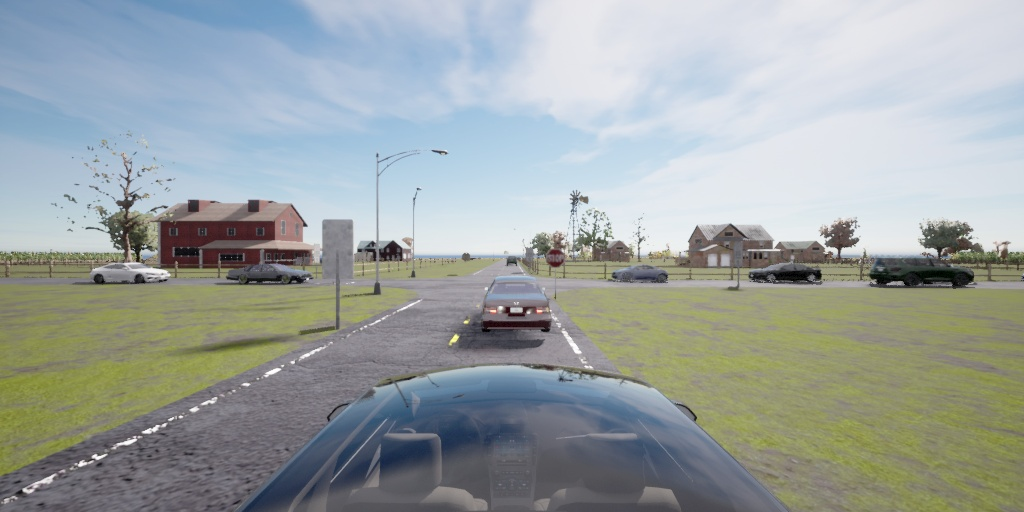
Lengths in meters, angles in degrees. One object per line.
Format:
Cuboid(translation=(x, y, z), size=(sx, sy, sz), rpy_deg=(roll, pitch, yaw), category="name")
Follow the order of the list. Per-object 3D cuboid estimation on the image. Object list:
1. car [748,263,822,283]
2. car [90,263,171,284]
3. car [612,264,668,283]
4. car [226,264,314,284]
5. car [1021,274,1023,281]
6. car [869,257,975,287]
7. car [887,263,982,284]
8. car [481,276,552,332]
Cuboid(translation=(21.451, 1.309, 28.291), size=(5.008, 1.535, 1.882), rpy_deg=(1, 0, 0), category="car")
Cuboid(translation=(-27.346, 1.205, 25.715), size=(4.674, 1.442, 1.812), rpy_deg=(0, 0, 1), category="car")
Cuboid(translation=(10.079, 1.353, 28.372), size=(4.181, 1.385, 1.994), rpy_deg=(0, 0, 1), category="car")
Cuboid(translation=(-17.251, 1.255, 25.632), size=(5.357, 1.411, 2.033), rpy_deg=(0, 0, 0), category="car")
Cuboid(translation=(43.167, 1.455, 28.080), size=(4.674, 1.442, 1.812), rpy_deg=(0, 0, 1), category="car")
Cuboid(translation=(28.678, 1.088, 25.285), size=(5.566, 2.045, 2.150), rpy_deg=(0, 0, 0), category="car")
Cuboid(translation=(33.081, 1.372, 28.194), size=(4.902, 1.511, 2.128), rpy_deg=(0, 0, 0), category="car")
Cuboid(translation=(0.098, 1.300, 10.816), size=(2.033, 1.411, 5.357), rpy_deg=(0, 0, 0), category="car")
